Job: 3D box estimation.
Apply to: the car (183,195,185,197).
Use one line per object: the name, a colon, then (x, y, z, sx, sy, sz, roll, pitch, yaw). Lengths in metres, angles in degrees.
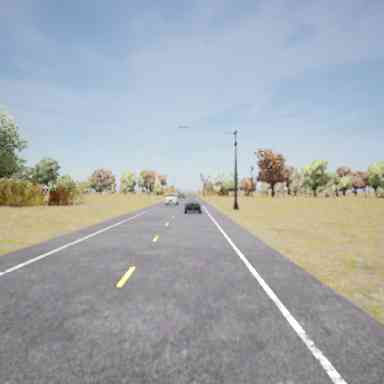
car: (0.082, 1.581, 50.344, 2.033, 1.411, 5.357, 0, 0, 0)

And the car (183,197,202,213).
car: (0.089, 1.531, 37.113, 1.837, 1.490, 4.892, 0, 0, 0)

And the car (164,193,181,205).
car: (-3.555, 1.258, 58.054, 2.150, 2.045, 5.566, 0, 0, 1)
